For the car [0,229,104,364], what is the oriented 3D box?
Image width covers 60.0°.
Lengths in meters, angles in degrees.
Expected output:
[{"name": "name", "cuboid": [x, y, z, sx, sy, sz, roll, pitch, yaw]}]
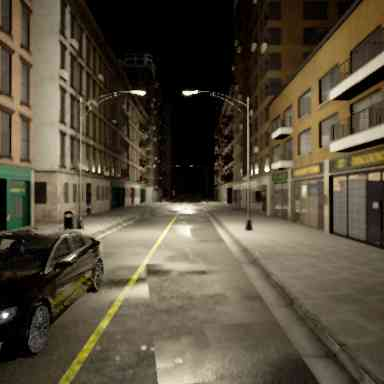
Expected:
[{"name": "car", "cuboid": [-3.001, 1.493, 6.071, 2.128, 1.511, 4.902, 0, 0, 0]}]
